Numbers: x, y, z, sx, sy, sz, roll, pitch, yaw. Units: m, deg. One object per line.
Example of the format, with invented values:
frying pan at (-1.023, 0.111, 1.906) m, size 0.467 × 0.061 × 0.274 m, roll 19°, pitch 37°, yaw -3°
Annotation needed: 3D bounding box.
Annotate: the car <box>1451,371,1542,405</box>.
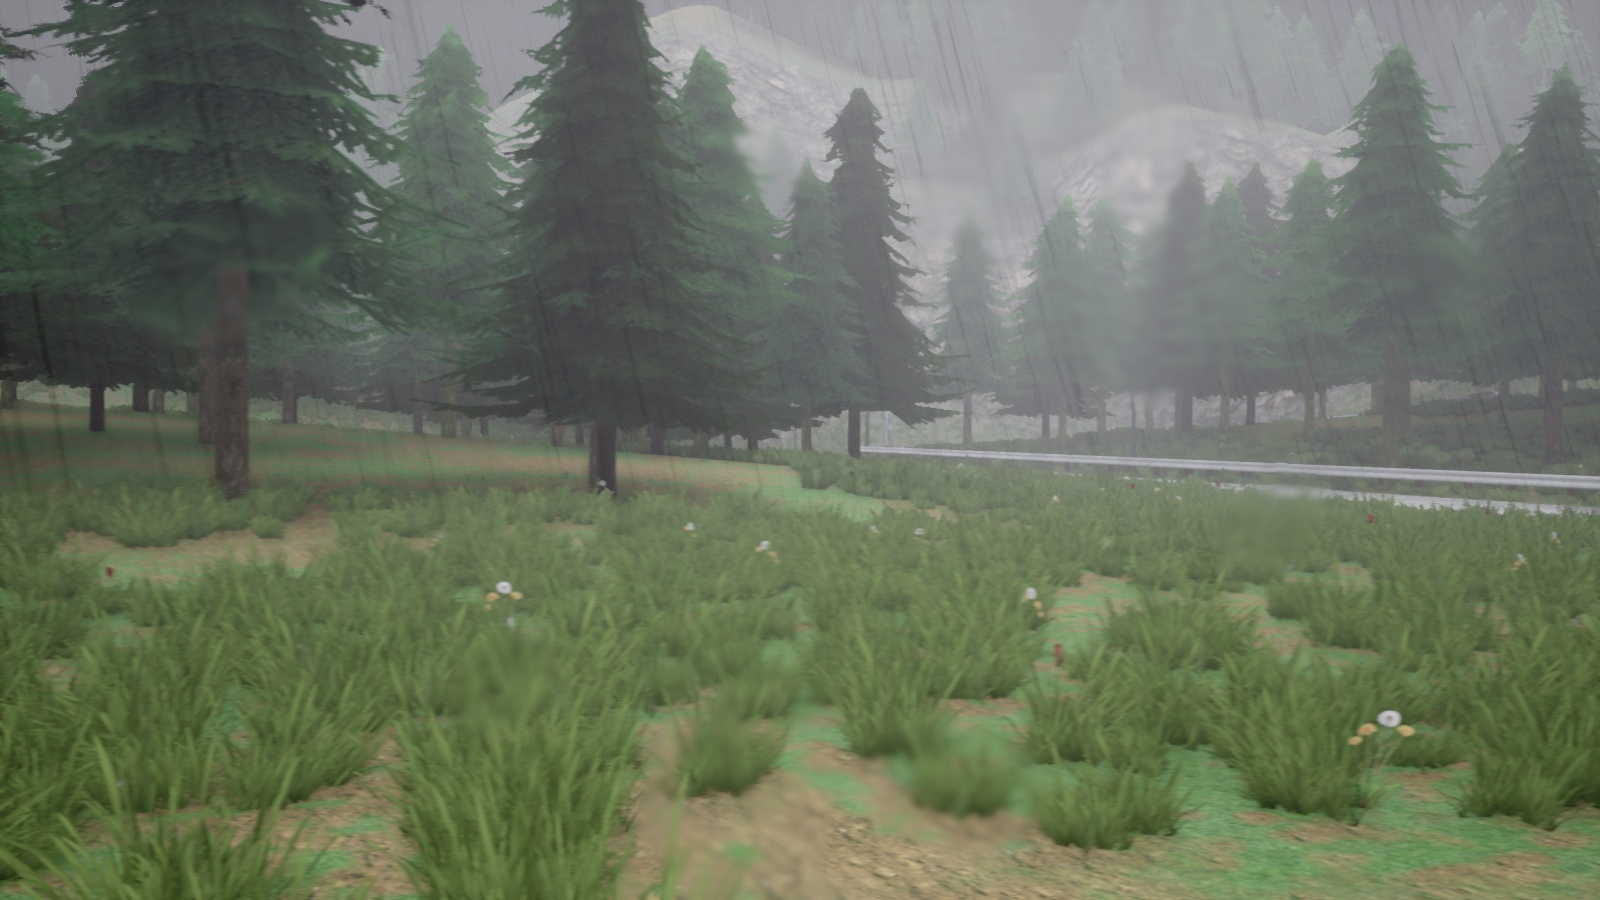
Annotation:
car at (40.646, -3.575, 73.392) m, size 1.816 × 1.474 × 4.193 m, roll -1°, pitch -4°, yaw -37°
